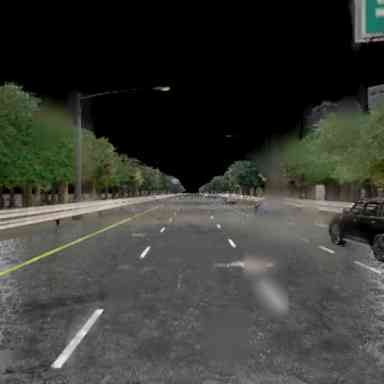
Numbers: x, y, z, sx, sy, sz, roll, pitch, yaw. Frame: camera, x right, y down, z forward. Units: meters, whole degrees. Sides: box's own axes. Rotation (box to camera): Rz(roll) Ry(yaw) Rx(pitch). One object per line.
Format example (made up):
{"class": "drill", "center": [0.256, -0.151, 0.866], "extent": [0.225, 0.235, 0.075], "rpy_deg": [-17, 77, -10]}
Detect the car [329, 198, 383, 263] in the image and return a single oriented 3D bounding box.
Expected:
{"class": "car", "center": [7.006, 1.223, 12.045], "extent": [2.150, 2.045, 5.566], "rpy_deg": [0, 0, 0]}

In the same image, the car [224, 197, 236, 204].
{"class": "car", "center": [7.032, 1.564, 62.239], "extent": [2.033, 1.411, 5.357], "rpy_deg": [0, 0, 0]}

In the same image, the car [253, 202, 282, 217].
{"class": "car", "center": [7.015, 1.571, 31.059], "extent": [1.994, 1.385, 4.181], "rpy_deg": [0, 0, 0]}
